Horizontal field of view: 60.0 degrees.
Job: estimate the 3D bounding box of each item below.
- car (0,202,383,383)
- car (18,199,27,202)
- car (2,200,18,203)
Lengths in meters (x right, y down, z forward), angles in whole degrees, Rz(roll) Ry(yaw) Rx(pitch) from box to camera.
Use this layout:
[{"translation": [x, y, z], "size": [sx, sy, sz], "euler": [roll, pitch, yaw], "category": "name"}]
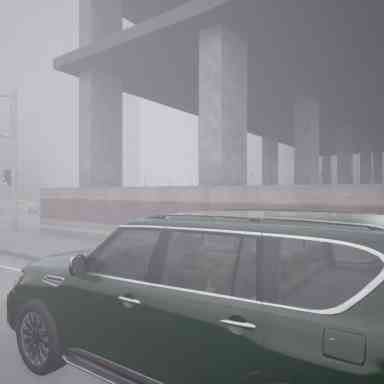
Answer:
[{"translation": [0.098, 1.221, 3.915], "size": [5.566, 2.045, 2.150], "euler": [0, 0, 36], "category": "car"}, {"translation": [-14.293, 1.547, 33.442], "size": [2.128, 1.511, 4.902], "euler": [0, 0, 36], "category": "car"}, {"translation": [-18.343, 1.533, 33.797], "size": [1.882, 1.535, 5.008], "euler": [0, 0, 36], "category": "car"}]
